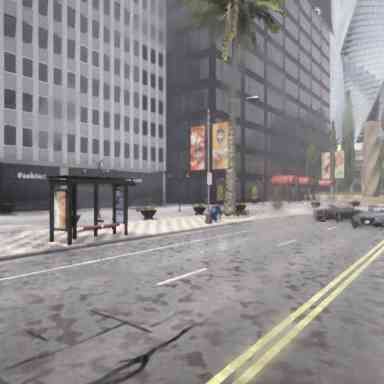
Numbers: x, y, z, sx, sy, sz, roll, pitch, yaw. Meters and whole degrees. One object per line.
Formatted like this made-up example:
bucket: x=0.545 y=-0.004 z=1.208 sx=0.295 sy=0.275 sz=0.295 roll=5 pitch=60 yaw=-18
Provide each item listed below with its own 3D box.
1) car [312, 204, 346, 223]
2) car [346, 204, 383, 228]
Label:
car: x=11.179 y=1.596 z=25.708 sx=4.718 sy=1.301 sz=1.895 roll=0 pitch=0 yaw=-44
car: x=11.593 y=1.559 z=20.951 sx=1.994 sy=1.385 sz=4.181 roll=0 pitch=0 yaw=42
